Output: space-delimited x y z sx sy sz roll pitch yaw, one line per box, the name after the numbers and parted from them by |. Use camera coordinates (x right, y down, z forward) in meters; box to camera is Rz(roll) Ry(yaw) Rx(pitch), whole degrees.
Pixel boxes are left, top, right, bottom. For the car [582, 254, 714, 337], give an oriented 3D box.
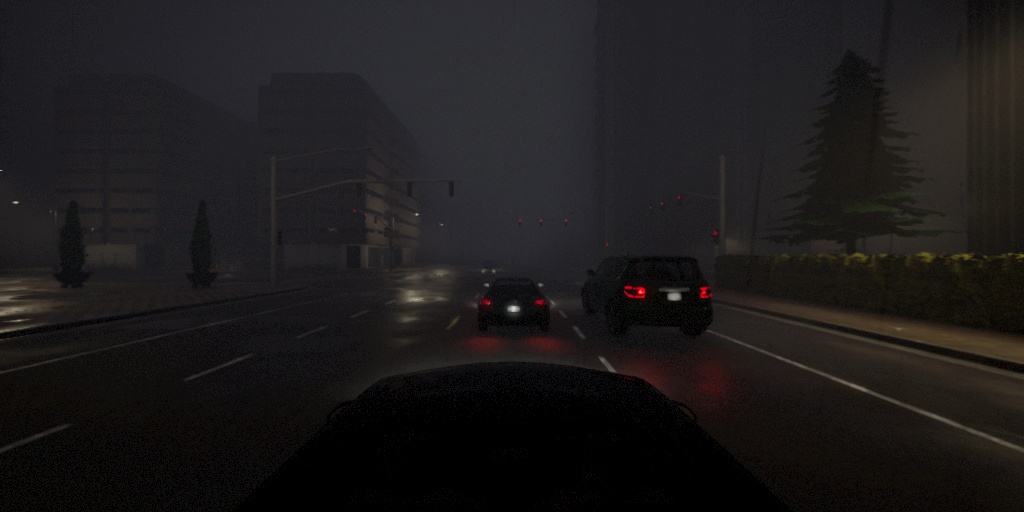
3.553 0.971 10.477 2.150 2.045 5.566 0 0 0 | car

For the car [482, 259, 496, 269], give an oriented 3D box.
-3.500 1.267 55.075 1.882 1.535 5.008 0 1 0 | car

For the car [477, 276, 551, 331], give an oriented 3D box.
0.059 1.311 11.040 1.994 1.385 4.181 0 0 0 | car
